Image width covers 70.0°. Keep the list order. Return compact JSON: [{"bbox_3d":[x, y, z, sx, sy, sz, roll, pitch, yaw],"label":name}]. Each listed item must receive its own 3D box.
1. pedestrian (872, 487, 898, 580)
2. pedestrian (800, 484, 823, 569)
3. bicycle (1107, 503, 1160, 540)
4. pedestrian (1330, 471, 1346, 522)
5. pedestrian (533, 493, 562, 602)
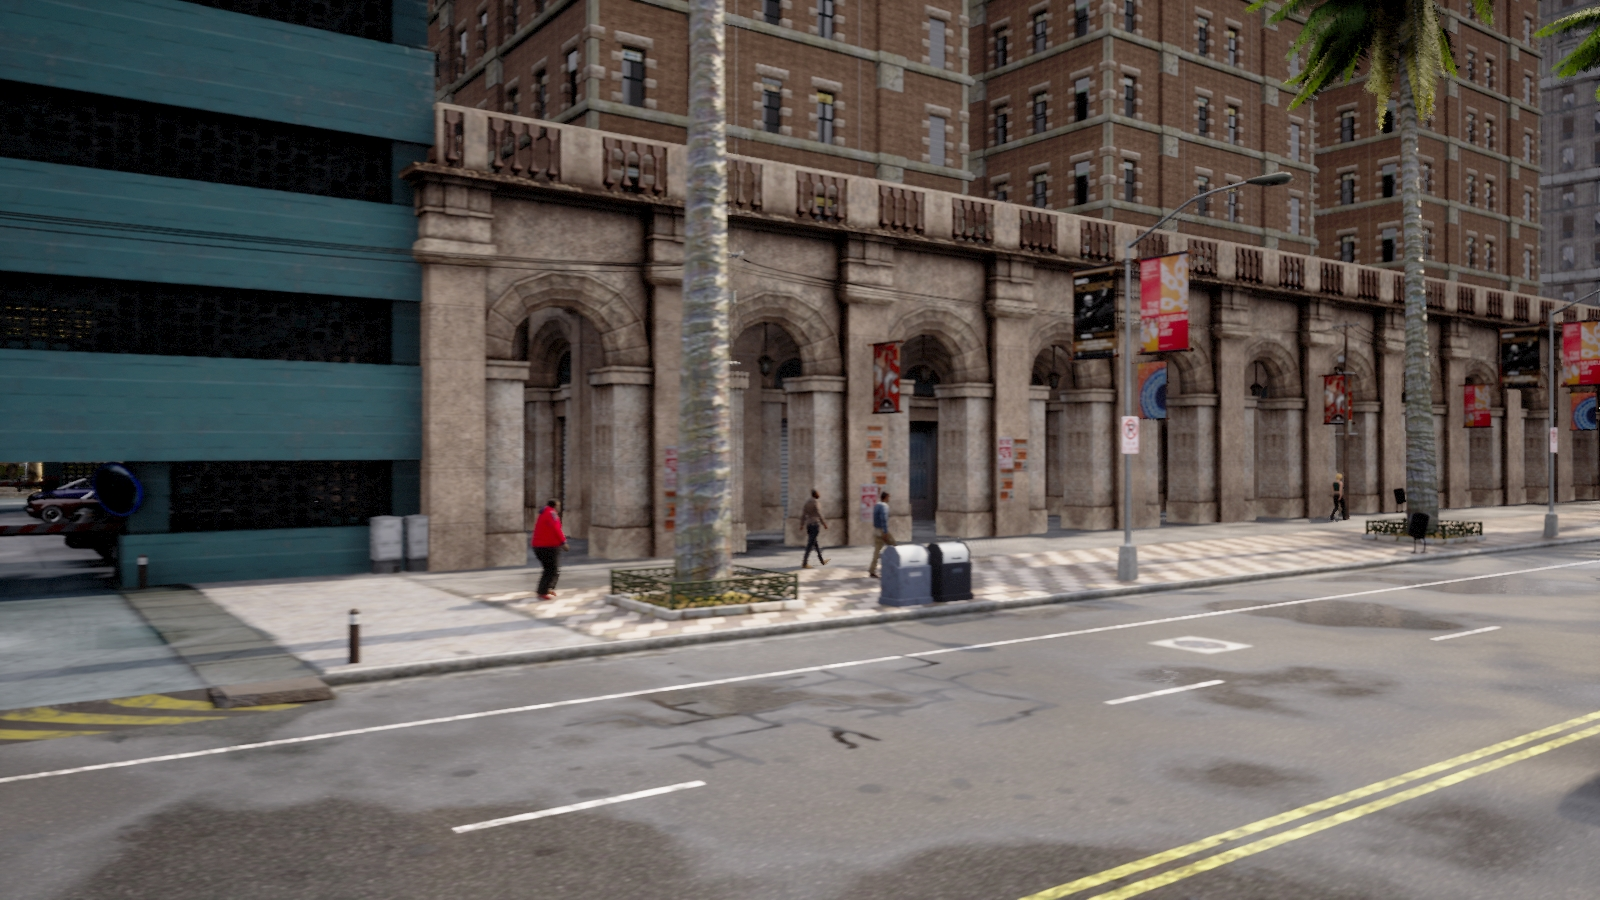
[{"bbox_3d":[1.732,1.697,23.271,0.375,1.860,0.375,0,0,-26],"label":"pedestrian"},{"bbox_3d":[0.252,1.697,25.428,0.375,1.860,0.375,0,0,-35],"label":"pedestrian"},{"bbox_3d":[10.645,2.257,36.465,1.487,1.080,0.859,0,0,-35],"label":"bicycle"},{"bbox_3d":[19.788,1.698,42.046,0.375,1.860,0.375,0,0,-28],"label":"pedestrian"},{"bbox_3d":[-4.428,1.698,20.031,0.375,1.860,0.375,0,0,-34],"label":"pedestrian"}]
